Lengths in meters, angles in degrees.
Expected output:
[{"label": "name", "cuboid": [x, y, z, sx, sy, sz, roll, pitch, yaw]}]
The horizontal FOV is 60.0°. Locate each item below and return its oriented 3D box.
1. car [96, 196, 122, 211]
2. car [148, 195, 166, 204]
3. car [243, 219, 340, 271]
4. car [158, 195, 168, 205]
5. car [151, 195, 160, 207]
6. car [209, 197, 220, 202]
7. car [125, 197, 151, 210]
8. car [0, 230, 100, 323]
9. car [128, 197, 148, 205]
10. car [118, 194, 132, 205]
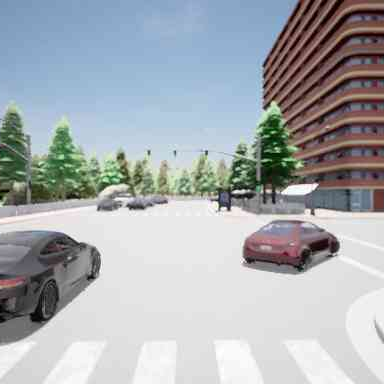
[{"label": "car", "cuboid": [-10.543, 1.595, 41.758, 1.837, 1.490, 4.892, 0, 0, 0]}, {"label": "car", "cuboid": [-7.370, 1.511, 71.179, 2.097, 1.767, 4.553, 0, 0, 19]}, {"label": "car", "cuboid": [3.500, 1.638, 11.475, 1.994, 1.385, 4.181, 0, 0, 40]}, {"label": "car", "cuboid": [-6.041, 1.491, 63.422, 2.097, 1.767, 4.553, 0, 0, 12]}, {"label": "car", "cuboid": [-6.929, 1.664, 53.235, 2.033, 1.411, 5.357, 0, 0, 1]}, {"label": "car", "cuboid": [6.326, 1.775, 80.470, 1.895, 1.301, 4.718, 0, 0, 44]}, {"label": "car", "cuboid": [-7.039, 1.696, 43.595, 1.895, 1.301, 4.718, 0, 0, 0]}, {"label": "car", "cuboid": [-3.396, 1.545, 7.115, 1.812, 1.442, 4.674, 0, 0, 0]}, {"label": "car", "cuboid": [-9.943, 1.681, 61.448, 2.033, 1.411, 5.357, 0, 0, 9]}, {"label": "car", "cuboid": [-10.479, 1.333, 51.515, 2.150, 2.045, 5.566, 0, 0, 1]}]
